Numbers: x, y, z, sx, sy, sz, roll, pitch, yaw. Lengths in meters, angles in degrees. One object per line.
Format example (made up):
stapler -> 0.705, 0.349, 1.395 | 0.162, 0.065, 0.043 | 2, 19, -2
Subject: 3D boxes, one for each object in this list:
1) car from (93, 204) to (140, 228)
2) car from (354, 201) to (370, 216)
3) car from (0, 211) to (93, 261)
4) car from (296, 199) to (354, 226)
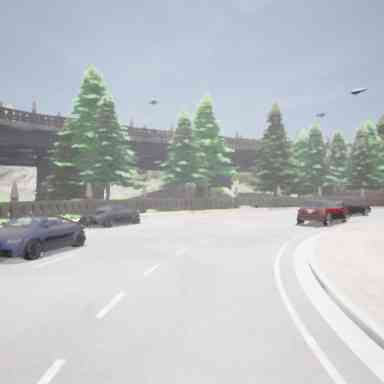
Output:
car -> -5.325, 1.529, 22.018 | 1.994, 1.385, 4.181 | 0, 0, 31
car -> 14.144, 1.432, 30.506 | 5.008, 1.535, 1.882 | 0, 0, -26
car -> -5.745, 1.544, 12.205 | 1.994, 1.385, 4.181 | 0, 0, 14
car -> 9.190, 1.316, 23.190 | 4.553, 1.767, 2.097 | 0, 0, -45
